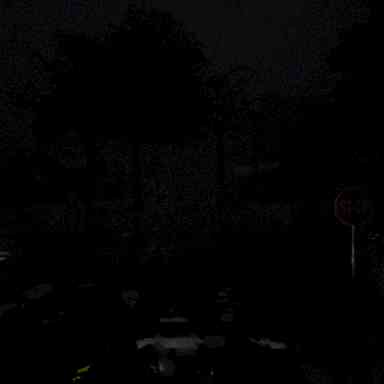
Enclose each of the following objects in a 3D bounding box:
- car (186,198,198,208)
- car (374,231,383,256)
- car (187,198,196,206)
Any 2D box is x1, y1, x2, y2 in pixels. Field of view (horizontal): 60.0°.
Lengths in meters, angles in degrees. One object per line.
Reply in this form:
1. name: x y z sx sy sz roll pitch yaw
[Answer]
1. car: 0.050 1.910 56.322 1.994 1.385 4.181 0 -1 0
2. car: 8.693 1.713 11.545 4.181 1.385 1.994 1 -1 -2
3. car: -0.048 1.987 67.130 1.837 1.490 4.892 0 -1 0
